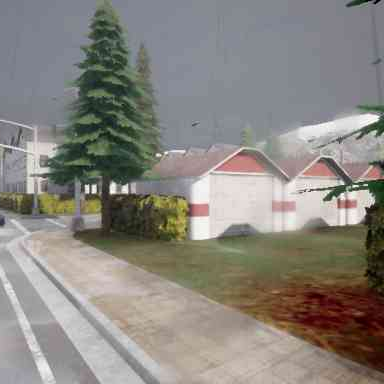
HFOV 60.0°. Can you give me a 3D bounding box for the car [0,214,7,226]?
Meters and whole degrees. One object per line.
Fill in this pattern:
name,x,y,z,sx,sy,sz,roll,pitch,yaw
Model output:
car,-13.446,1.575,19.807,4.181,1.385,1.994,0,0,-34
